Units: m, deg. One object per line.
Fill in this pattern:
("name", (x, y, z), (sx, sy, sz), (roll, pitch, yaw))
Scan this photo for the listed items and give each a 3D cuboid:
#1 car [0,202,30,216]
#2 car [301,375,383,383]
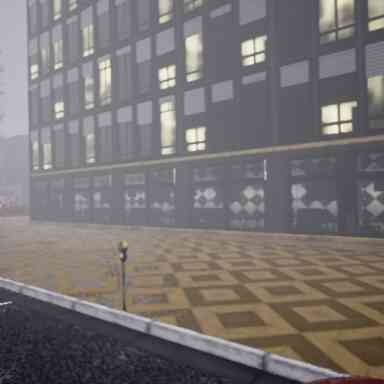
("car", (-19.106, 1.843, 36.144), (1.967, 1.590, 4.097), (-2, -1, 36))
("car", (2.248, 1.566, 1.215), (4.206, 1.307, 1.802), (-1, -1, 35))
